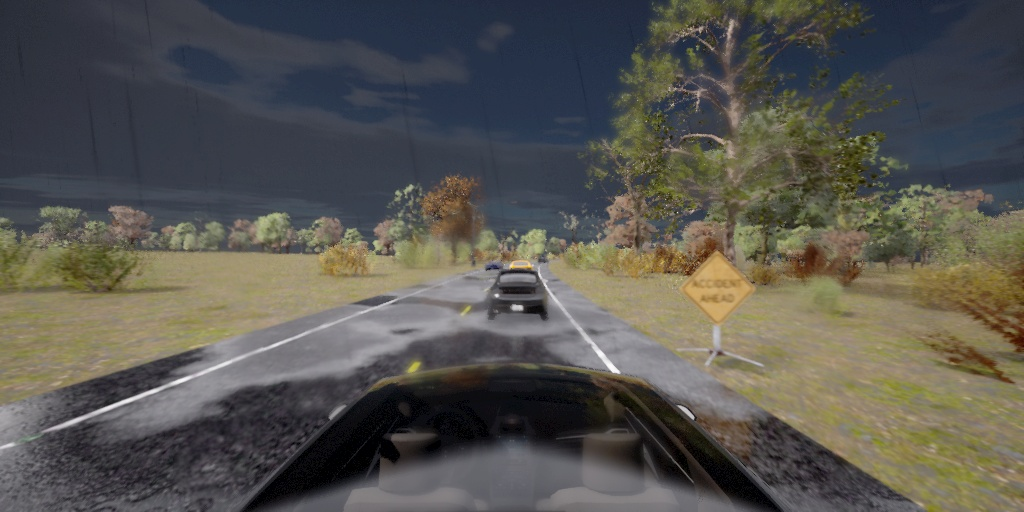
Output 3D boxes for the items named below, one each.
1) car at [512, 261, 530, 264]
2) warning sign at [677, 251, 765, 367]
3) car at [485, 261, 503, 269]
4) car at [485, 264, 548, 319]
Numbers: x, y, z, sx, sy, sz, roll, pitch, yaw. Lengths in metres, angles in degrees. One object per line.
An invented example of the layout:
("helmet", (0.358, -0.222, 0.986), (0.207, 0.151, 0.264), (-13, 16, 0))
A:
("car", (0.755, 1.114, 29.146), (1.882, 1.535, 5.008), (0, 0, 3))
("warning sign", (3.568, 0.845, 6.240), (1.300, 1.860, 1.060), (0, 0, 1))
("car", (-2.128, 1.199, 43.338), (1.895, 1.301, 4.718), (0, 0, 4))
("car", (0.217, 1.204, 12.501), (1.837, 1.490, 4.892), (0, 0, 1))
